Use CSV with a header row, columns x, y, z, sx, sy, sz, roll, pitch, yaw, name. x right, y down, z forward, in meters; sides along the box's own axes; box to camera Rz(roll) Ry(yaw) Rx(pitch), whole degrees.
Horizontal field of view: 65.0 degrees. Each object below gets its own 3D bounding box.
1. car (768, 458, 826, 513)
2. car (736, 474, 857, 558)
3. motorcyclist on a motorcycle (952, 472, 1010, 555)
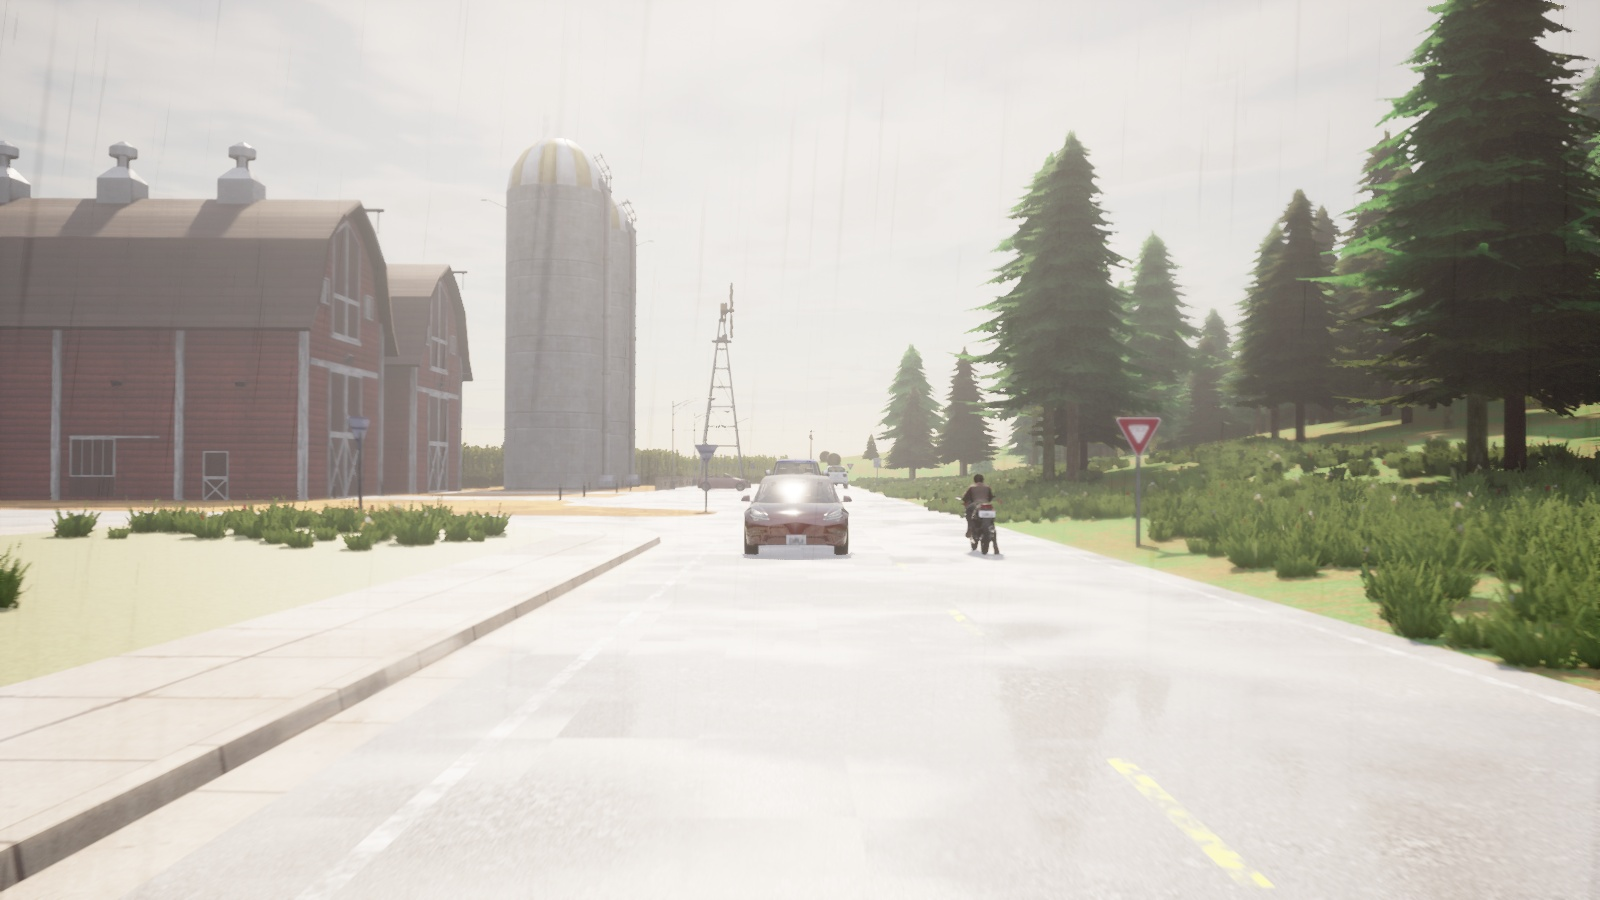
x,y,z,sx,sy,sz,roll,pitch,yaw,name
-0.122,1.358,49.196,2.150,2.045,5.566,0,-1,0,car
-0.059,1.233,24.917,2.163,1.488,4.792,0,-1,0,car
3.442,1.186,24.080,0.797,1.523,2.044,0,-1,0,motorcyclist on a motorcycle
